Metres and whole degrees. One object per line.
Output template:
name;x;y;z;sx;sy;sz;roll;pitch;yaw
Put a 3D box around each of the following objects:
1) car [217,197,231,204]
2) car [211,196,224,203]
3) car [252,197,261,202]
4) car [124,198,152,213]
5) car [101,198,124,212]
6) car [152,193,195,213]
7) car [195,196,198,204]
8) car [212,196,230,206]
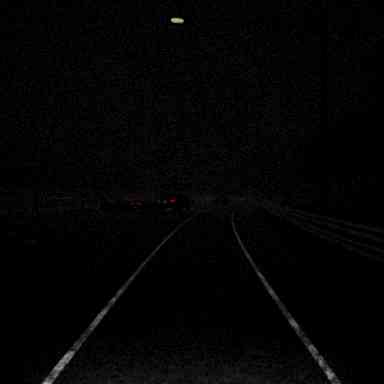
car;6.806;1.827;71.296;1.895;1.301;4.718;0;-1;19
car;6.147;1.813;80.022;1.882;1.535;5.008;0;-1;19
car;18.203;2.050;93.301;1.812;1.442;4.674;0;-1;19
car;-5.144;1.446;37.120;2.128;1.511;4.902;-1;0;19
car;-8.440;1.467;38.274;1.882;1.535;5.008;0;0;19
car;-1.841;1.116;35.976;2.150;2.045;5.566;-1;0;19
car;-0.788;1.590;60.190;1.837;1.490;4.892;0;-1;19
car;5.167;1.547;55.990;1.837;1.490;4.892;0;-1;19
